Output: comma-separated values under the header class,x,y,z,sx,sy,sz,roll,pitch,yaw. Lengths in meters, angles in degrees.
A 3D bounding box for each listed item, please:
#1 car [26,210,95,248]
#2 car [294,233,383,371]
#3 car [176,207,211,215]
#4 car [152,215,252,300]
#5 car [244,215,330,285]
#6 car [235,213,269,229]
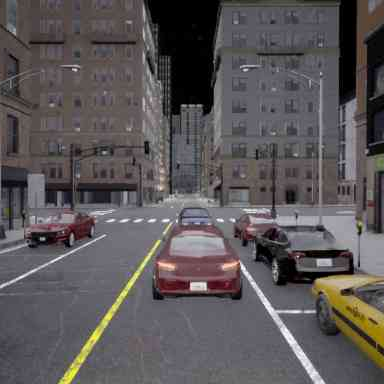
class,x,y,z,sx,sy,sz,roll,pitch,yaw
car,-5.676,1.540,14.871,1.887,1.381,4.507,-1,0,0
car,2.866,1.524,3.869,1.752,1.417,4.829,-1,0,0
car,0.136,1.542,18.275,2.033,1.411,5.357,0,0,-3
car,0.100,1.523,8.254,1.812,1.442,4.674,0,0,0
car,2.868,1.563,9.286,1.947,1.339,4.313,-1,0,0
car,2.870,1.577,14.871,1.802,1.307,4.206,-1,0,0
